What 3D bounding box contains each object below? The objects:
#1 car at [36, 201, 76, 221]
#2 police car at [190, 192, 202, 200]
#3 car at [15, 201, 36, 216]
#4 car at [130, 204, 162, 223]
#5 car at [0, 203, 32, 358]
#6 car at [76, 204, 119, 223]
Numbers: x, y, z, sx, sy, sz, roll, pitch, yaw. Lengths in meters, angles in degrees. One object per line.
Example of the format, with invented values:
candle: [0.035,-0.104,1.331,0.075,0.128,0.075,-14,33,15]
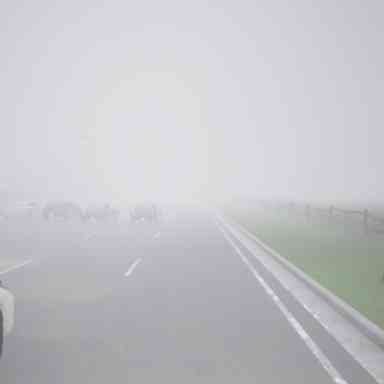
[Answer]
car: [-10.400,1.460,26.954,1.837,1.490,4.892,0,0,0]
police car: [1.045,1.278,88.272,1.930,1.638,5.238,0,0,0]
car: [-13.901,1.479,27.924,1.812,1.442,4.674,0,0,0]
car: [-3.400,1.558,25.365,1.895,1.301,4.718,0,0,0]
car: [-3.400,1.218,1.979,2.150,2.045,5.566,0,0,0]
car: [-6.901,1.558,25.365,1.895,1.301,4.718,0,0,0]
